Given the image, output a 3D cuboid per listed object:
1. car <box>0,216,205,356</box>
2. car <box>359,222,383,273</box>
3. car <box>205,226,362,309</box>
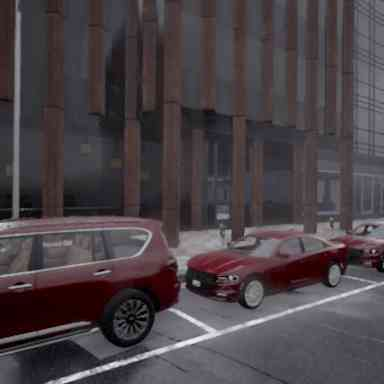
[{"bbox_3d":[-2.519,1.328,4.846,5.009,1.841,2.192,1,-1,-35],"label":"car"},{"bbox_3d":[6.372,1.687,11.170,4.507,1.381,1.887,1,-1,-35],"label":"car"},{"bbox_3d":[1.925,1.622,8.007,4.507,1.381,1.887,1,-1,-35],"label":"car"}]
